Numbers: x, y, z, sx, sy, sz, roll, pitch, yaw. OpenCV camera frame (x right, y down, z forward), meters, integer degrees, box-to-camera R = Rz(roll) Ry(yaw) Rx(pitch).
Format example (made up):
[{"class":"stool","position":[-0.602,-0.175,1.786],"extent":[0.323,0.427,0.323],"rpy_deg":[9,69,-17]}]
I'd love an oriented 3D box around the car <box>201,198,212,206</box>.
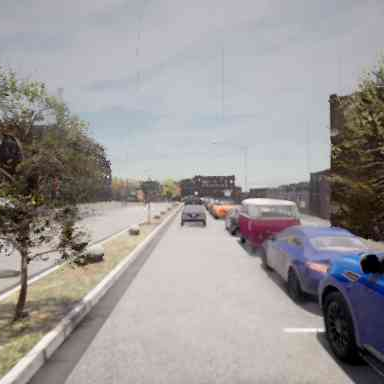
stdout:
[{"class":"car","position":[2.908,2.071,68.980],"extent":[2.002,1.452,4.674],"rpy_deg":[0,-1,-1]}]

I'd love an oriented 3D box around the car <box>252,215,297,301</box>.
[{"class":"car","position":[2.999,1.538,8.227],"extent":[2.002,1.452,4.674],"rpy_deg":[0,0,0]}]

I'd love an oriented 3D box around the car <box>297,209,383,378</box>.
[{"class":"car","position":[2.997,1.225,2.741],"extent":[2.435,2.045,5.566],"rpy_deg":[0,0,0]}]

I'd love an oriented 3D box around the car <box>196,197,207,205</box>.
[{"class":"car","position":[2.333,2.080,80.038],"extent":[2.185,1.767,4.553],"rpy_deg":[0,-1,-4]}]

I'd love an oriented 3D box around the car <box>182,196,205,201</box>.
[{"class":"car","position":[0.144,1.467,42.266],"extent":[2.150,2.045,5.566],"rpy_deg":[1,0,-1]}]

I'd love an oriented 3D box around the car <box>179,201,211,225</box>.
[{"class":"car","position":[0.109,1.664,24.946],"extent":[2.033,1.411,5.357],"rpy_deg":[0,0,0]}]

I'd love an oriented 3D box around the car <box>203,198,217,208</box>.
[{"class":"car","position":[3.023,1.886,57.915],"extent":[2.231,1.521,4.892],"rpy_deg":[0,-1,0]}]

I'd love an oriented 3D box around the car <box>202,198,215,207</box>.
[{"class":"car","position":[3.018,1.950,63.434],"extent":[2.231,1.521,4.892],"rpy_deg":[0,-1,0]}]

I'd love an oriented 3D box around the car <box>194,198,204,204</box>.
[{"class":"car","position":[1.840,2.325,85.742],"extent":[2.163,1.488,4.792],"rpy_deg":[0,-1,-5]}]

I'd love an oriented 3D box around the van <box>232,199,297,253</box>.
[{"class":"van","position":[3.002,1.300,13.871],"extent":[1.878,1.987,4.442],"rpy_deg":[0,0,0]}]

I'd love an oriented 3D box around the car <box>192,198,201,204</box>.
[{"class":"car","position":[1.259,2.422,91.230],"extent":[2.002,1.452,4.674],"rpy_deg":[0,-1,-6]}]

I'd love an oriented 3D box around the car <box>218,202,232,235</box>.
[{"class":"car","position":[3.006,1.559,19.268],"extent":[2.231,1.521,4.892],"rpy_deg":[0,0,0]}]

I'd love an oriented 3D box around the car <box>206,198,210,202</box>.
[{"class":"car","position":[3.013,1.558,35.806],"extent":[2.185,1.767,4.553],"rpy_deg":[0,0,0]}]

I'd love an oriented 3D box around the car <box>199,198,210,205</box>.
[{"class":"car","position":[2.679,2.118,74.524],"extent":[2.097,1.535,5.008],"rpy_deg":[0,-1,-2]}]

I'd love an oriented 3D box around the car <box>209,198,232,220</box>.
[{"class":"car","position":[3.010,1.512,30.285],"extent":[2.185,1.767,4.553],"rpy_deg":[0,0,0]}]
